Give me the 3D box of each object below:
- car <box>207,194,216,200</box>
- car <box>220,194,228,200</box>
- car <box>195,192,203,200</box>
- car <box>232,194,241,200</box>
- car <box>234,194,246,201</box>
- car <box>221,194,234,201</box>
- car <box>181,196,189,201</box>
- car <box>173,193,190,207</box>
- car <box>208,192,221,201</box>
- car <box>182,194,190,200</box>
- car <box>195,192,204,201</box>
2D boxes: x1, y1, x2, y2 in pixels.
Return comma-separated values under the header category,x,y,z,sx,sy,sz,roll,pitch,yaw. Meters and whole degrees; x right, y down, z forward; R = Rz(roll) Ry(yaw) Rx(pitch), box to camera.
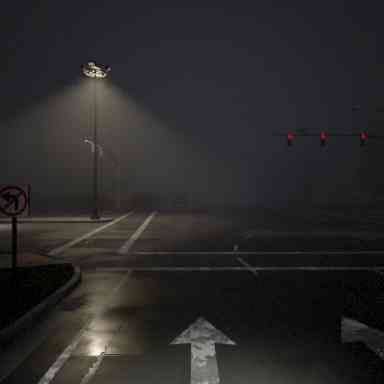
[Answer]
category,x,y,z,sx,sy,sz,roll,pitch,yaw
car,5.425,1.357,92.950,2.128,1.511,4.902,0,0,0
car,8.925,1.385,92.932,1.994,1.385,4.181,0,0,0
car,1.925,1.057,92.998,2.150,2.045,5.566,0,0,0
car,12.425,1.332,92.914,1.837,1.490,4.892,0,0,0
car,12.377,1.472,83.744,1.882,1.535,5.008,0,0,0
car,8.881,1.350,84.532,2.097,1.767,4.553,0,0,0
car,-1.622,1.589,83.847,1.895,1.301,4.718,0,0,0
car,-1.788,1.221,51.984,2.150,2.045,5.566,0,0,0
car,5.377,1.349,83.750,2.097,1.767,4.553,0,0,0
car,-1.575,1.357,92.986,2.128,1.511,4.902,0,0,0
car,1.875,1.471,83.382,1.882,1.535,5.008,0,0,0
